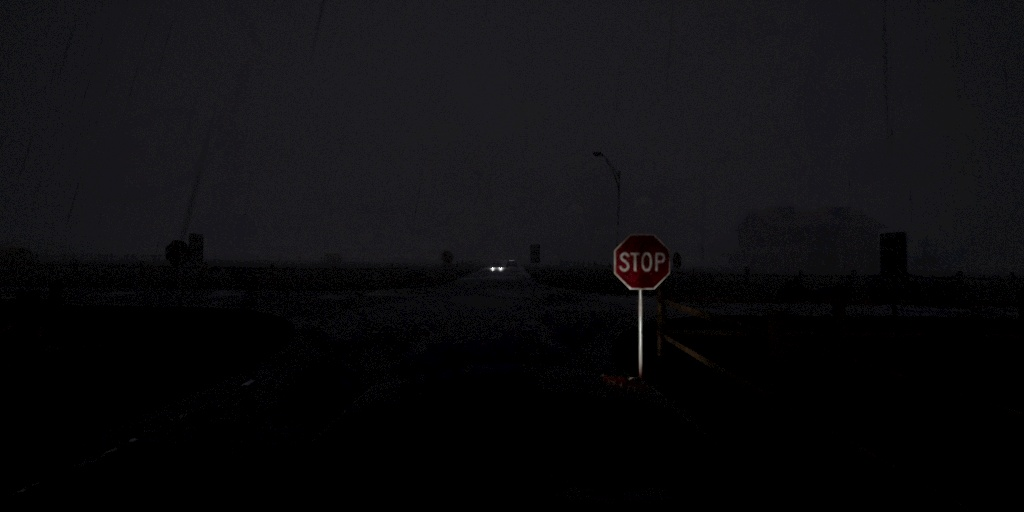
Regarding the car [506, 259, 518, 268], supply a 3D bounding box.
[{"bbox_3d":[0.002,1.315,61.863,1.994,1.385,4.181,0,0,0],"label":"car"}]
